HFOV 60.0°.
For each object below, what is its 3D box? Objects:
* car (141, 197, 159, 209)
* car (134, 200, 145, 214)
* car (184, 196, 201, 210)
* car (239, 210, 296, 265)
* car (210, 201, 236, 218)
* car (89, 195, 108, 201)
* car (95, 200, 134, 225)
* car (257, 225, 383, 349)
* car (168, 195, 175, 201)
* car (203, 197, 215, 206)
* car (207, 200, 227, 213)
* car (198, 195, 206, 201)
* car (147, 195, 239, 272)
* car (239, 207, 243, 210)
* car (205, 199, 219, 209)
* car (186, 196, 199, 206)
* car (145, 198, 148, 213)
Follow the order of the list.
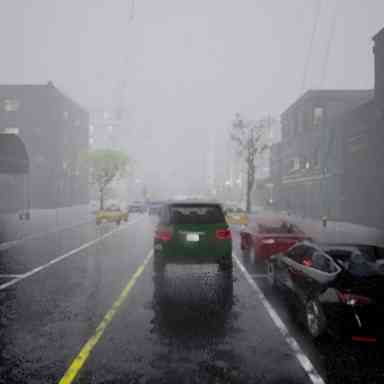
[{"bbox_3d":[-5.817,1.495,46.406,1.967,1.590,4.097,0,0,0],"label":"car"},{"bbox_3d":[-5.810,1.591,35.587,2.008,1.369,4.403,0,0,0],"label":"car"},{"bbox_3d":[0.096,1.405,43.666,2.097,1.767,4.553,0,0,0],"label":"car"},{"bbox_3d":[2.704,1.556,11.503,1.887,1.381,4.507,0,0,0],"label":"car"},{"bbox_3d":[2.795,1.584,30.961,2.008,1.369,4.403,0,0,0],"label":"car"},{"bbox_3d":[-20.004,1.253,69.843,4.507,1.381,1.887,1,-2,-1],"label":"car"},{"bbox_3d":[-5.755,1.551,24.351,1.752,1.417,4.829,1,0,0],"label":"car"},{"bbox_3d":[2.697,1.572,6.276,1.947,1.339,4.313,0,0,0],"label":"car"},{"bbox_3d":[-5.785,1.683,95.201,1.887,1.381,4.507,0,0,0],"label":"car"},{"bbox_3d":[2.820,1.614,56.509,1.887,1.381,4.507,0,0,0],"label":"car"},{"bbox_3d":[2.823,1.609,38.506,1.947,1.339,4.313,0,0,0],"label":"car"},{"bbox_3d":[2.798,1.576,93.980,1.967,1.590,4.097,0,0,0],"label":"car"},{"bbox_3d":[0.014,1.233,10.958,2.150,2.045,5.566,0,0,0],"label":"car"},{"bbox_3d":[2.756,1.549,22.740,1.752,1.417,4.829,0,0,0],"label":"car"},{"bbox_3d":[2.822,1.638,47.507,1.802,1.307,4.206,0,0,0],"label":"car"},{"bbox_3d":[0.093,1.564,59.037,2.128,1.511,4.902,0,0,0],"label":"car"},{"bbox_3d":[-3.003,1.540,31.961,1.882,1.535,5.008,0,0,0],"label":"car"}]
